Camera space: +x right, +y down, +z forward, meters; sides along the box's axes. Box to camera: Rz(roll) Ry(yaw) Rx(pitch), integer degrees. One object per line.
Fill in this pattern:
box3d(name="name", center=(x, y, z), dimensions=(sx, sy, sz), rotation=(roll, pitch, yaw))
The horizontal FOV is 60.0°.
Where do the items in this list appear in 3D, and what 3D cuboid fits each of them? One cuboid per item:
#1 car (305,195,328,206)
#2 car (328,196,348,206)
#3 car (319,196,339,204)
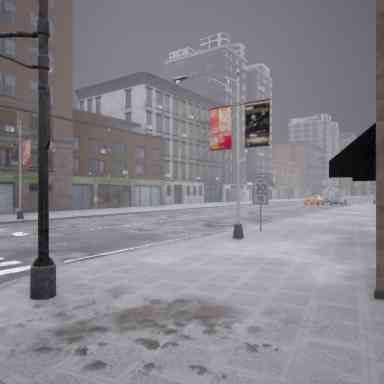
box3d(name="car", center=(19.300, 1.183, 52.250), dimensions=(2.097, 1.767, 4.553), rotation=(0, 0, 35))
box3d(name="car", center=(22.728, 1.377, 51.466), dimensions=(2.033, 1.411, 5.357), rotation=(0, 0, 34))
box3d(name="car", center=(24.889, 1.375, 60.272), dimensions=(2.033, 1.411, 5.357), rotation=(0, 0, 37))
